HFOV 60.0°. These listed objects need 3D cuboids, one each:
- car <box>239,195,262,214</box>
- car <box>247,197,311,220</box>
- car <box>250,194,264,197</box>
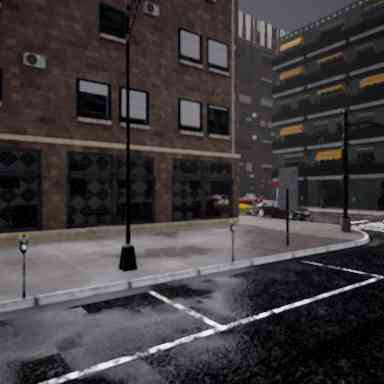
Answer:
[{"bbox_3d":[3.398,1.172,28.854,1.752,1.417,4.829,1,0,-36],"label":"car"},{"bbox_3d":[6.587,1.272,24.499,2.008,1.369,4.403,1,0,-36],"label":"car"},{"bbox_3d":[6.791,0.987,38.407,1.967,1.590,4.097,1,0,-36],"label":"car"}]
